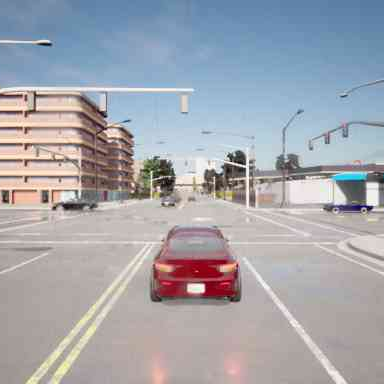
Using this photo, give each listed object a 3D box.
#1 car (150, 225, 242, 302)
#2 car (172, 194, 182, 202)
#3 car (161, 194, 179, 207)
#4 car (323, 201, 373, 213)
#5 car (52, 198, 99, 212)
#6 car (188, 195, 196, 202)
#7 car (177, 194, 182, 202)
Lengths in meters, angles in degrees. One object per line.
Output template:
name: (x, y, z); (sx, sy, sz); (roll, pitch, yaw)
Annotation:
car: (0.078, 1.526, 8.149); (1.812, 1.442, 4.674); (0, 0, 0)
car: (-3.539, 1.355, 77.714); (2.097, 1.767, 4.553); (0, 0, 0)
car: (-3.619, 1.492, 50.623); (2.128, 1.511, 4.902); (0, 0, 0)
car: (16.518, 1.601, 35.454); (4.718, 1.301, 1.895); (0, 0, 1)
car: (-12.794, 1.437, 36.658); (4.902, 1.511, 2.128); (0, 0, -2)
car: (-0.040, 1.540, 79.813); (2.033, 1.411, 5.357); (0, 0, 0)
car: (-3.553, 1.507, 67.220); (1.837, 1.490, 4.892); (0, -1, 0)
